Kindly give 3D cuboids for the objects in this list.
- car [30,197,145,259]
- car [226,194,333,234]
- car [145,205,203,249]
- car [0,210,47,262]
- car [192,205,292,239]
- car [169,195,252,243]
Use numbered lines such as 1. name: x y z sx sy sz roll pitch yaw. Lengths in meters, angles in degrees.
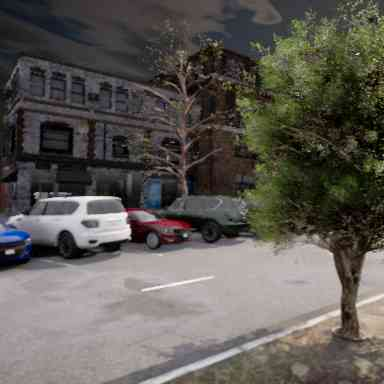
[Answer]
1. car: -4.787 1.206 12.602 5.566 2.045 2.435 -1 0 35
2. car: 5.061 1.183 19.545 5.566 2.045 2.435 -1 -1 35
3. car: -2.312 1.451 14.332 5.008 1.535 2.097 -1 -1 35
4. car: -7.211 1.462 10.848 5.008 1.535 2.097 -1 -1 35
5. car: 2.613 1.469 17.797 4.792 1.488 2.163 -1 -1 35
6. car: 0.109 1.195 16.084 5.566 2.045 2.435 -1 0 35
